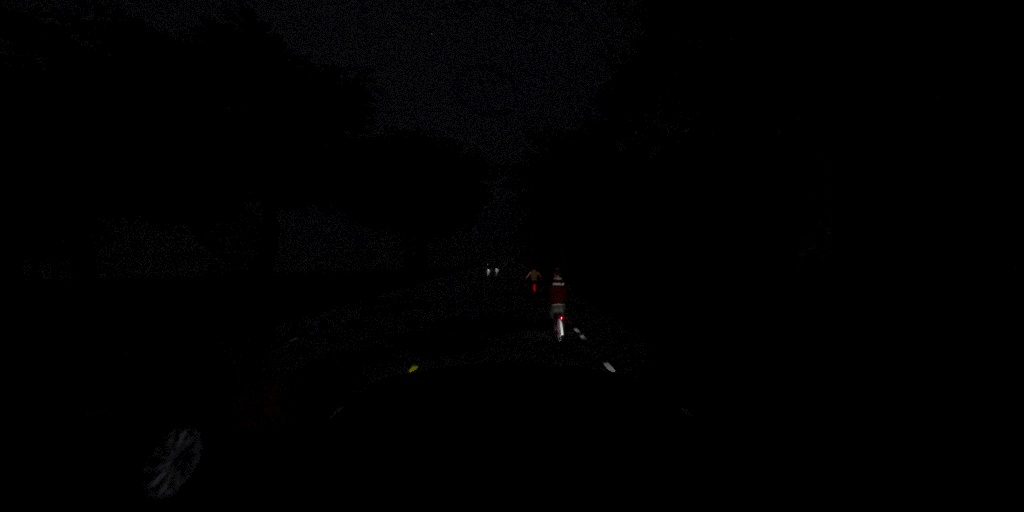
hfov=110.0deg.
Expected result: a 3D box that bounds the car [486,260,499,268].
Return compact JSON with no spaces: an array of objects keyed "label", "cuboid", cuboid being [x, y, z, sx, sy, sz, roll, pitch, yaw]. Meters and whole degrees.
[{"label":"car","cuboid":[-3.512,1.421,65.284,1.837,1.490,4.892,0,1,0]}]

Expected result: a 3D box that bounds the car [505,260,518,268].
[{"label":"car","cuboid":[0.090,1.526,65.419,1.895,1.301,4.718,0,0,0]}]

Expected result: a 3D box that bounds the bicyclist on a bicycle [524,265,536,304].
[{"label":"bicyclist on a bicycle","cuboid":[0.957,1.207,15.631,0.866,1.612,1.509,0,0,0]}]

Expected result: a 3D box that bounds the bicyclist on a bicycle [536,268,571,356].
[{"label":"bicyclist on a bicycle","cuboid":[0.961,1.128,7.782,0.659,1.776,1.843,0,0,0]}]

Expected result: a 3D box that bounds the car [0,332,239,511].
[{"label":"car","cuboid":[-3.600,1.254,1.494,1.837,1.490,4.892,0,0,0]}]
